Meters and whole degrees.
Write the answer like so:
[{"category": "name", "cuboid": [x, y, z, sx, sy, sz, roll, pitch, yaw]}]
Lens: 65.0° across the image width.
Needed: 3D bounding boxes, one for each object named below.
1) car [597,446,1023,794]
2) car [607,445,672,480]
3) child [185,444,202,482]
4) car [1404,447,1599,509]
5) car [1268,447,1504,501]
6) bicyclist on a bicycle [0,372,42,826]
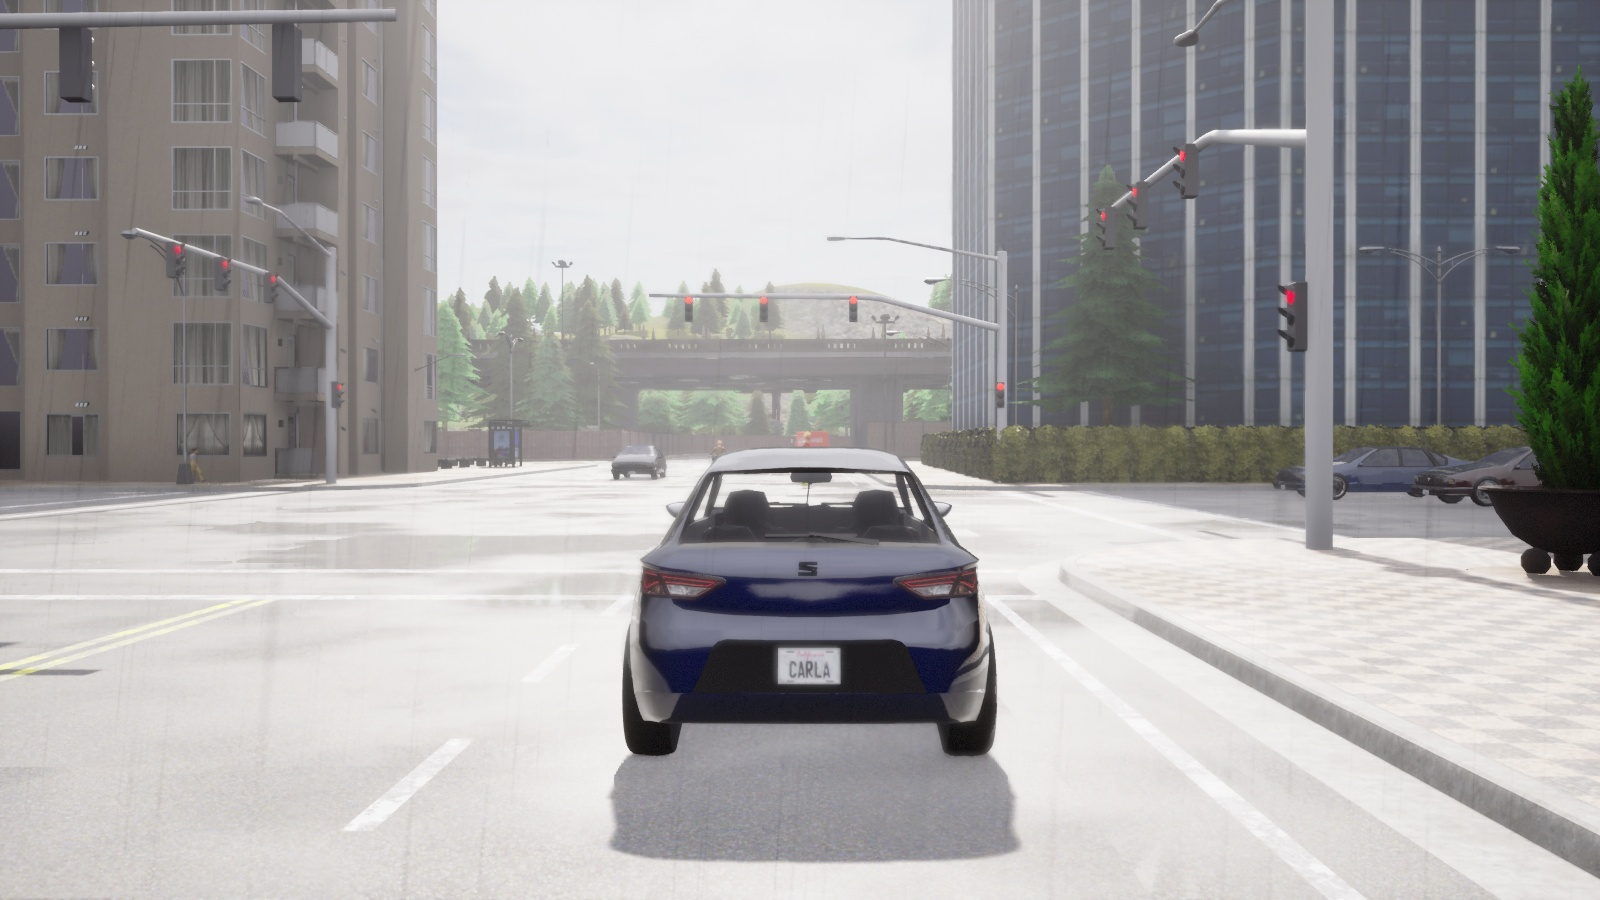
[{"category": "car", "cuboid": [0.054, 0.718, 7.450, 1.816, 1.474, 4.193, 0, 0, 0]}, {"category": "car", "cuboid": [-6.708, 0.490, 52.943, 2.033, 1.411, 5.357, 0, 0, 0]}, {"category": "child", "cuboid": [-20.475, 0.429, 42.422, 0.437, 1.263, 0.270, 0, 0, 2]}, {"category": "car", "cuboid": [17.599, 0.639, 29.991, 5.357, 1.411, 2.033, 0, 0, 0]}, {"category": "car", "cuboid": [15.528, 0.617, 33.483, 5.357, 1.411, 2.033, 0, 0, 0]}, {"category": "bicyclist on a bicycle", "cuboid": [-3.463, 0.590, 4.253, 0.659, 1.776, 1.843, 0, 1, 0]}]
